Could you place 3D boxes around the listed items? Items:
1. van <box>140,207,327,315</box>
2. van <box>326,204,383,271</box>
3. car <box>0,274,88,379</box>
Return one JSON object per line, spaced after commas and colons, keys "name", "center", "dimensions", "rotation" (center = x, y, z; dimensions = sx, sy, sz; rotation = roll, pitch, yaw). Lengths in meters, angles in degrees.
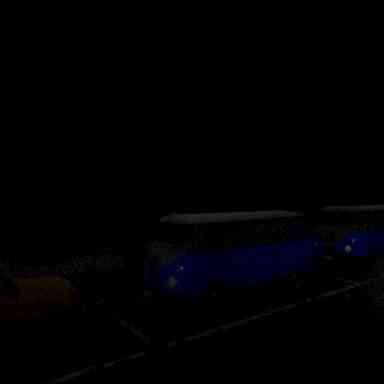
{"name": "van", "center": [0.916, 1.316, 7.200], "dimensions": [3.998, 1.788, 1.690], "rotation": [0, 0, -35]}
{"name": "van", "center": [5.463, 1.287, 10.445], "dimensions": [3.998, 1.788, 1.690], "rotation": [0, 0, -35]}
{"name": "car", "center": [-3.767, 1.530, 3.856], "dimensions": [4.829, 1.417, 1.752], "rotation": [0, 0, -35]}
